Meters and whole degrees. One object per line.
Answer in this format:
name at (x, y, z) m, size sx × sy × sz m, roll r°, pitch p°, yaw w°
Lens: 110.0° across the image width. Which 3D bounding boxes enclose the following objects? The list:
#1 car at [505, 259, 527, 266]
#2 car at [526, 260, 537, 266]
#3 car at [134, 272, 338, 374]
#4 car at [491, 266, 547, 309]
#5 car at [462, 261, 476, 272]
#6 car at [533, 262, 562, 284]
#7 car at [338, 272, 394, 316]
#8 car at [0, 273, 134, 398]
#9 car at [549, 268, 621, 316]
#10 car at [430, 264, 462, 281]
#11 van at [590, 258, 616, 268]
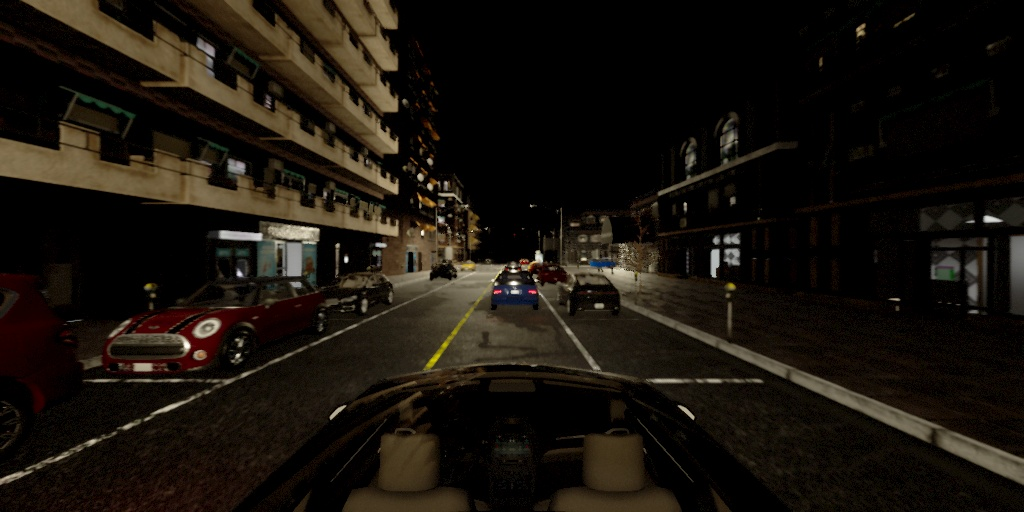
car at (0.103, 1.301, 35.273) m, size 2.033 × 1.411 × 5.357 m, roll 0°, pitch 0°, yaw 0°
car at (2.694, 1.300, 36.000) m, size 1.888 × 1.381 × 4.507 m, roll 0°, pitch 0°, yaw 0°
car at (-5.690, 1.188, 7.523) m, size 1.967 × 1.591 × 4.097 m, roll 0°, pitch 0°, yaw 0°
car at (0.101, 1.295, 14.917) m, size 2.033 × 1.411 × 5.357 m, roll 0°, pitch 0°, yaw 0°
car at (-5.686, 1.289, 47.229) m, size 1.751 × 1.417 × 4.829 m, roll 0°, pitch 0°, yaw 0°
car at (2.692, 1.294, 24.606) m, size 1.888 × 1.381 × 4.507 m, roll 0°, pitch 0°, yaw 0°
car at (-5.690, 1.298, 13.220) m, size 2.007 × 1.370 × 4.403 m, roll 0°, pitch 0°, yaw 0°
car at (-5.691, 1.065, 1.826) m, size 2.192 × 1.841 × 5.009 m, roll 0°, pitch 0°, yaw 0°
car at (2.691, 1.298, 13.214) m, size 2.007 × 1.370 × 4.403 m, roll 0°, pitch 0°, yaw 0°
car at (-5.688, 1.317, 30.309) m, size 1.948 × 1.339 × 4.313 m, roll 0°, pitch 0°, yaw 0°
van at (14.662, 1.182, 58.162) m, size 3.998 × 1.789 × 1.690 m, roll 0°, pitch 0°, yaw 0°
